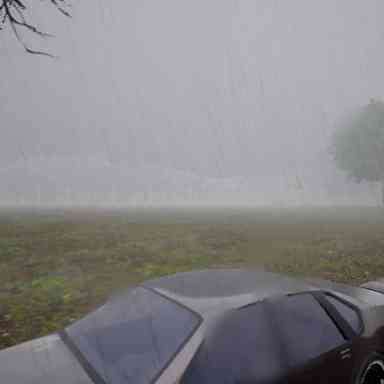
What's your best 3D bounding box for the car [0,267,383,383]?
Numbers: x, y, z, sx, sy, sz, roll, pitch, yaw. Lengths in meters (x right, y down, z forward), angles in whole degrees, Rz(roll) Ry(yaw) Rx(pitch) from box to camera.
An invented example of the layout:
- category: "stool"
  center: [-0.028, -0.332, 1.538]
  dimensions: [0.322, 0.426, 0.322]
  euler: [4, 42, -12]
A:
- category: "car"
  center: [0.171, 1.557, 3.190]
  dimensions: [5.357, 1.411, 2.033]
  euler: [0, 0, -35]
